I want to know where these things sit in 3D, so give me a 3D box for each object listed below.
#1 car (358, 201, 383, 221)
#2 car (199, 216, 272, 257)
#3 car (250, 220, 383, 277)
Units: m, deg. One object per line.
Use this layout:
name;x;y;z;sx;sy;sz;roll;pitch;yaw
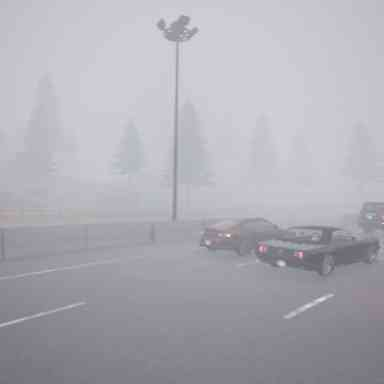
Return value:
car;12.686;1.553;20.329;5.566;2.045;2.150;0;-1;-25
car;2.404;1.716;13.766;4.674;1.442;1.812;1;-1;-38
car;4.254;1.749;10.787;4.718;1.301;1.895;1;-1;-39
